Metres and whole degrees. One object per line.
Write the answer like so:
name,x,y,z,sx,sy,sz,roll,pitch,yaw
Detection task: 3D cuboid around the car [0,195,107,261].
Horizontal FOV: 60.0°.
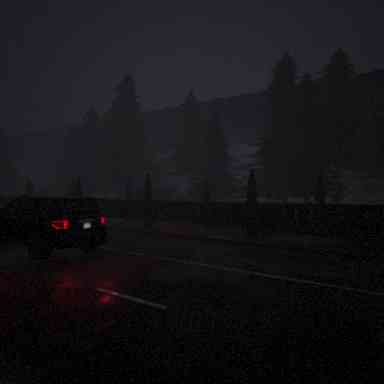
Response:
car,-5.491,1.118,12.151,5.566,2.045,2.150,1,1,36
